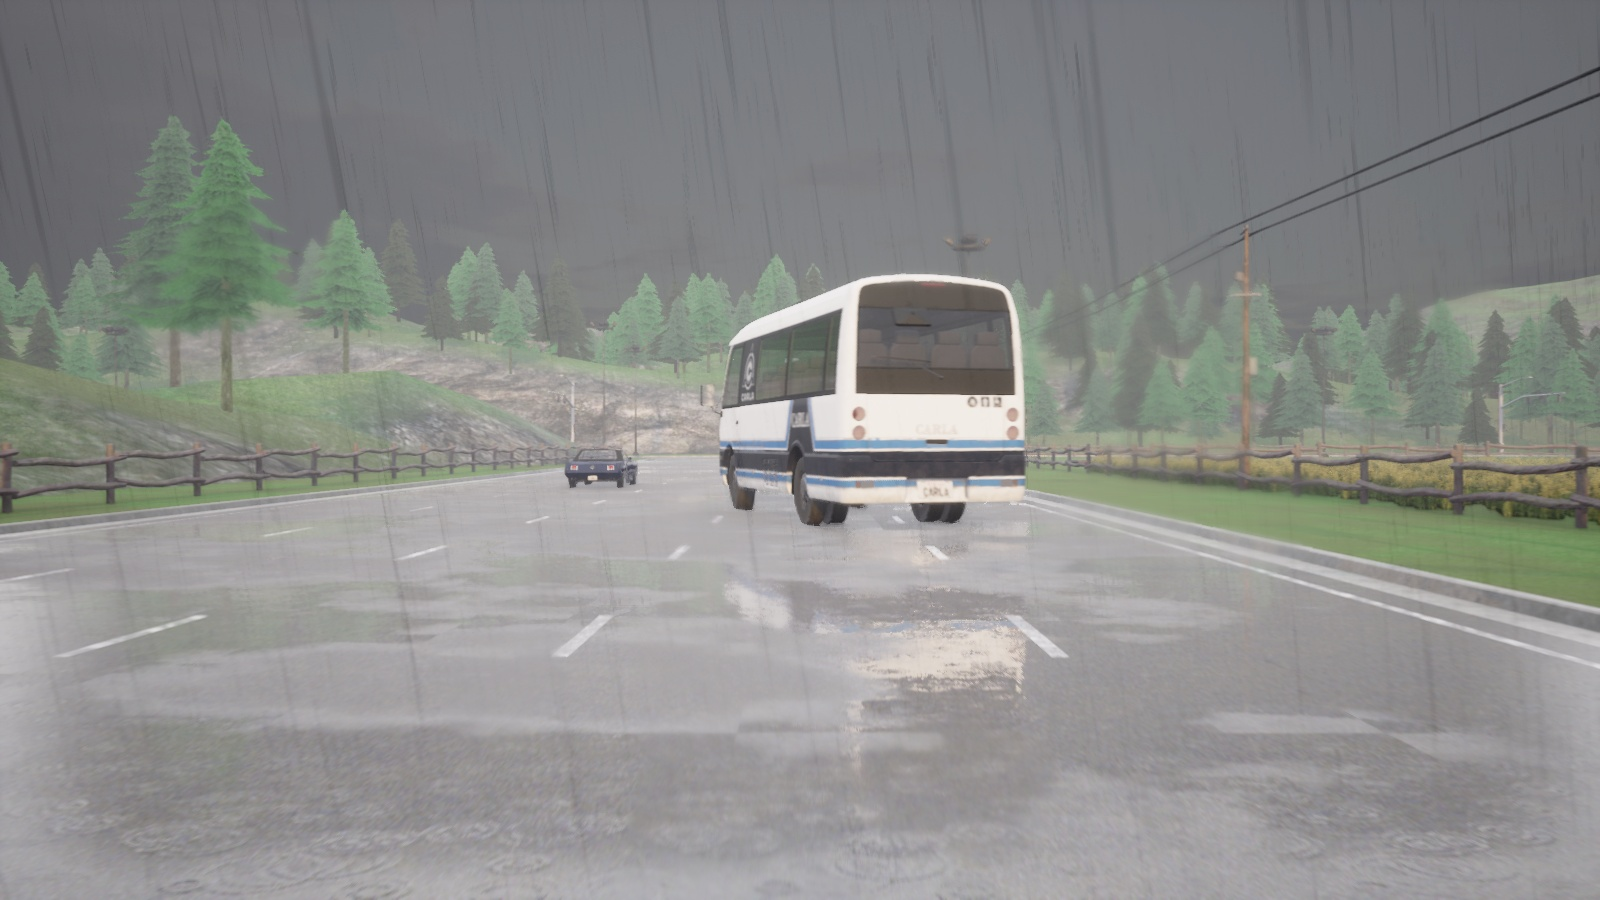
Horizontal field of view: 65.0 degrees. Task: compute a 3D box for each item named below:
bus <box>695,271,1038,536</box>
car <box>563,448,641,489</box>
[{"bbox_3d":[0.744,-0.774,25.614,3.944,4.253,10.273,0,0,-15],"label":"bus"},{"bbox_3d":[-6.741,0.598,43.175,1.895,1.301,4.718,0,0,0],"label":"car"}]
